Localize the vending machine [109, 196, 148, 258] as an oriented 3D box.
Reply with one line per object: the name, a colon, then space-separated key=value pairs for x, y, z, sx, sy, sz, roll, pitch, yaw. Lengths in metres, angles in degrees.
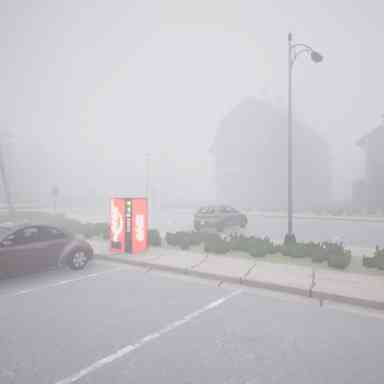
vending machine: x=-2.267 y=1.195 z=11.933 sx=0.880 sy=2.100 sz=1.100 roll=0 pitch=0 yaw=35

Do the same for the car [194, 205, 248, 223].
car: x=1.793 y=1.506 z=20.096 sx=1.816 sy=1.474 sz=4.193 roll=0 pitch=0 yaw=36

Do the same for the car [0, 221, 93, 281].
car: x=-4.678 y=1.521 z=8.913 sx=1.784 sy=1.438 sz=3.905 roll=0 pitch=0 yaw=36
